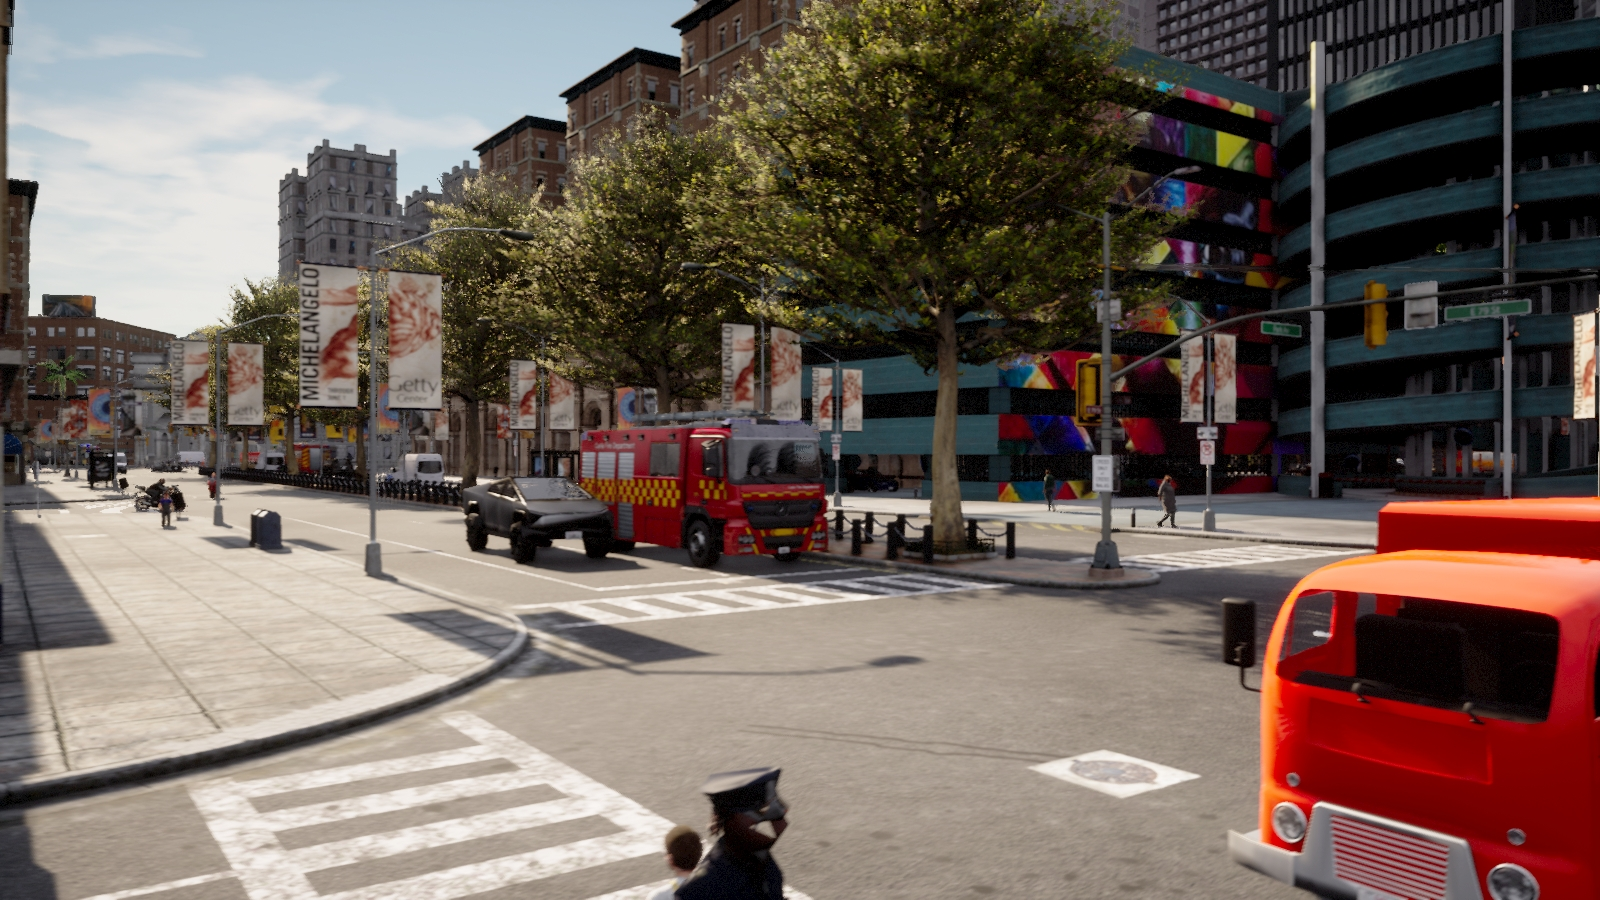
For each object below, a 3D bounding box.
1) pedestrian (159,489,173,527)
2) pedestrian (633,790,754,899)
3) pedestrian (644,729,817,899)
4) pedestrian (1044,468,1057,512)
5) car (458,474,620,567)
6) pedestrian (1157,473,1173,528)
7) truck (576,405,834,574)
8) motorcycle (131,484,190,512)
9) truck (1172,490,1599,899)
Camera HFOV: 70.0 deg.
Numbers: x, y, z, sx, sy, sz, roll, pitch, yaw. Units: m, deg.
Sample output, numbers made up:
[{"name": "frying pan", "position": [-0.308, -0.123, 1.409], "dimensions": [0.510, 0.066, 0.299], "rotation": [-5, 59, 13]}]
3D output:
[{"name": "pedestrian", "position": [-21.670, 1.979, 39.069], "dimensions": [0.375, 1.300, 0.375], "rotation": [0, 0, -36]}, {"name": "pedestrian", "position": [-0.442, 2.130, 4.712], "dimensions": [0.375, 1.300, 0.375], "rotation": [0, 0, -30]}, {"name": "pedestrian", "position": [-0.213, 1.851, 3.511], "dimensions": [0.375, 1.860, 0.375], "rotation": [0, 0, 43]}, {"name": "pedestrian", "position": [10.667, 1.716, 48.650], "dimensions": [0.375, 1.860, 0.375], "rotation": [0, 0, -31]}, {"name": "car", "position": [-7.199, 1.760, 30.841], "dimensions": [2.390, 2.098, 6.274], "rotation": [0, 0, -31]}, {"name": "pedestrian", "position": [12.523, 1.716, 39.198], "dimensions": [0.375, 1.860, 0.375], "rotation": [0, 0, -44]}, {"name": "truck", "position": [-2.812, 0.899, 30.271], "dimensions": [2.891, 3.827, 8.468], "rotation": [0, 0, -35]}, {"name": "motorcycle", "position": [-29.533, 2.209, 52.825], "dimensions": [2.209, 1.251, 0.867], "rotation": [0, 2, -11]}, {"name": "truck", "position": [5.157, 1.575, 7.393], "dimensions": [5.204, 2.467, 2.627], "rotation": [0, 0, -35]}]
